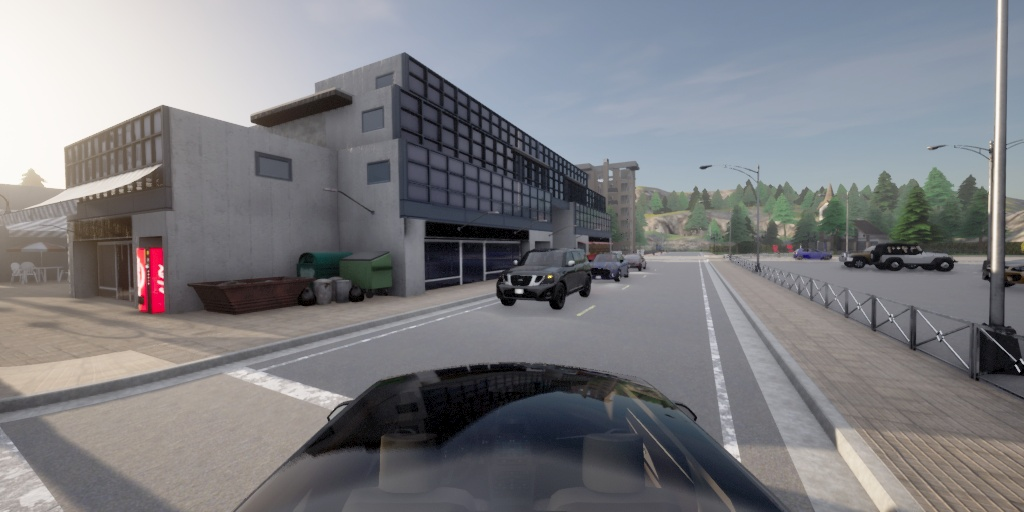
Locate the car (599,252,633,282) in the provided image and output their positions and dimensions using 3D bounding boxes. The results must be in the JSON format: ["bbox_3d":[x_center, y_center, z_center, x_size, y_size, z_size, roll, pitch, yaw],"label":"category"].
[{"bbox_3d":[6.004,0.592,22.638,2.097,1.767,4.553,0,1,27],"label":"car"}]

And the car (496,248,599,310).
[{"bbox_3d":[1.492,0.710,13.897,2.150,2.045,5.566,0,1,27],"label":"car"}]

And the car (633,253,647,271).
[{"bbox_3d":[10.703,0.508,31.727,1.812,1.442,4.674,0,1,28],"label":"car"}]
